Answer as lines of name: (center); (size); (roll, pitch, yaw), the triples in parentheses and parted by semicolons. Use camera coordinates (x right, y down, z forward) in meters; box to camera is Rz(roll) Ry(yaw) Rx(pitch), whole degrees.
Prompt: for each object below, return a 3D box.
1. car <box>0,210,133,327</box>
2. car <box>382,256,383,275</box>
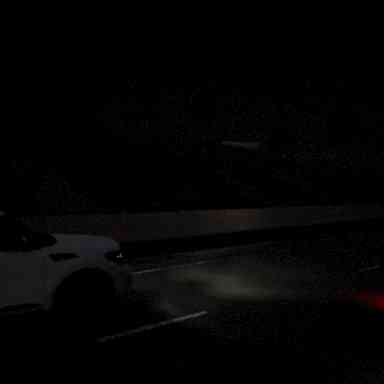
car: (-3.774, 1.222, 5.353); (5.566, 2.045, 2.150); (0, 0, -36)
car: (6.712, 1.554, 8.528); (4.181, 1.385, 1.994); (0, 0, -36)
